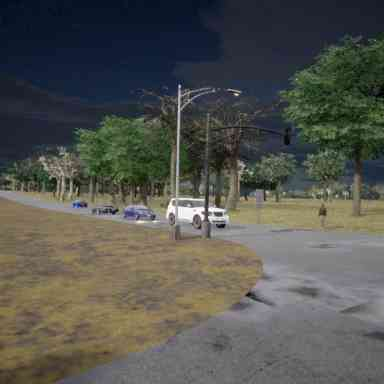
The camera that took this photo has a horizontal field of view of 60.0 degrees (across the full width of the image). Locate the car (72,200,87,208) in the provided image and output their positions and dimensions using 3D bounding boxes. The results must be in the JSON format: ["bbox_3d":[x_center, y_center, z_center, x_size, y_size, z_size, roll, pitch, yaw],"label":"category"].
[{"bbox_3d":[-21.106,2.220,62.411,1.882,1.535,5.008,3,-2,-34],"label":"car"}]

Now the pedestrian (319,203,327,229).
[{"bbox_3d":[9.323,1.717,23.842,0.375,1.860,0.375,1,-1,-34],"label":"pedestrian"}]

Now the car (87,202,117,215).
[{"bbox_3d":[-10.770,2.012,40.263,1.994,1.385,4.181,3,-2,-34],"label":"car"}]

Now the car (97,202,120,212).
[{"bbox_3d":[-12.496,2.211,49.498,1.994,1.385,4.181,3,-2,-34],"label":"car"}]

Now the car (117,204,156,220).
[{"bbox_3d":[-5.198,1.883,31.931,1.812,1.442,4.674,3,-2,-34],"label":"car"}]

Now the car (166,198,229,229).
[{"bbox_3d":[0.244,1.458,23.765,2.150,2.045,5.566,3,-2,-34],"label":"car"}]
